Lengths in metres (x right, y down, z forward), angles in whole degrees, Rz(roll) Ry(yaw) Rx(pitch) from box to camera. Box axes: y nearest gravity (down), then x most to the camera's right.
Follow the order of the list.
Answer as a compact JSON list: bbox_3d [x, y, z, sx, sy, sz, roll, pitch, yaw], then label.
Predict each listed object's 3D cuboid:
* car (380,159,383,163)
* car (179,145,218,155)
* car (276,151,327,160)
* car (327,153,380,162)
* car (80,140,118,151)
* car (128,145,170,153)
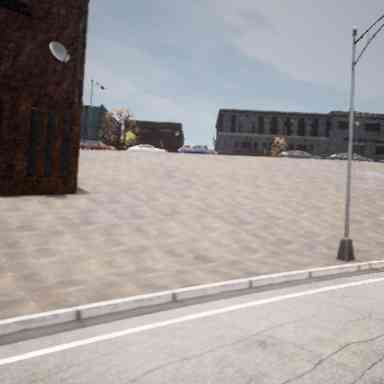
[{"bbox_3d":[22.695,-3.128,36.379,4.674,1.452,2.002,3,-2,0],"label":"car"},{"bbox_3d":[0.720,-4.338,36.657,4.553,1.767,2.185,3,-2,1],"label":"car"},{"bbox_3d":[11.643,-3.716,36.458,4.892,1.521,2.231,3,-2,1],"label":"car"},{"bbox_3d":[17.156,-3.452,36.368,4.892,1.521,2.231,3,-2,1],"label":"car"},{"bbox_3d":[-10.436,-4.841,36.856,4.553,1.767,2.185,3,-2,1],"label":"car"},{"bbox_3d":[-4.774,-4.420,36.750,4.674,1.452,2.002,3,-2,1],"label":"car"}]
